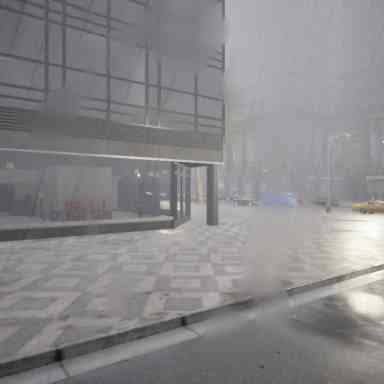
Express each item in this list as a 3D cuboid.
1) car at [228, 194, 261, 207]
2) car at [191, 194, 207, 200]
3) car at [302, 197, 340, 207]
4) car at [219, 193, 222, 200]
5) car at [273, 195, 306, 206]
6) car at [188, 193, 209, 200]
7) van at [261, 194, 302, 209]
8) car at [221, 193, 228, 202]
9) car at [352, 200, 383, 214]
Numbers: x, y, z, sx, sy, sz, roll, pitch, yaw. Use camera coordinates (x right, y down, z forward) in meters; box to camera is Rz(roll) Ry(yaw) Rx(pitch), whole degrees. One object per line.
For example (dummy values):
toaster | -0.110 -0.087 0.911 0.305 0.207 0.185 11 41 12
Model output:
car | 7.303 1.230 44.047 2.008 1.369 4.403 1 0 -35
car | 0.927 1.051 53.095 1.752 1.417 4.829 1 0 -35
car | 17.502 1.315 44.375 1.947 1.339 4.313 1 0 -35
car | 4.558 0.880 62.742 1.967 1.590 4.097 1 0 -35
car | 14.267 1.223 48.966 1.887 1.381 4.507 1 0 -35
car | 1.320 0.910 67.333 2.008 1.369 4.403 1 0 -35
van | 10.541 1.090 39.455 1.690 1.788 3.998 1 0 -35
car | 7.793 1.073 58.151 2.008 1.369 4.403 1 0 -35
car | 17.112 1.398 30.129 1.752 1.417 4.829 1 0 -35
